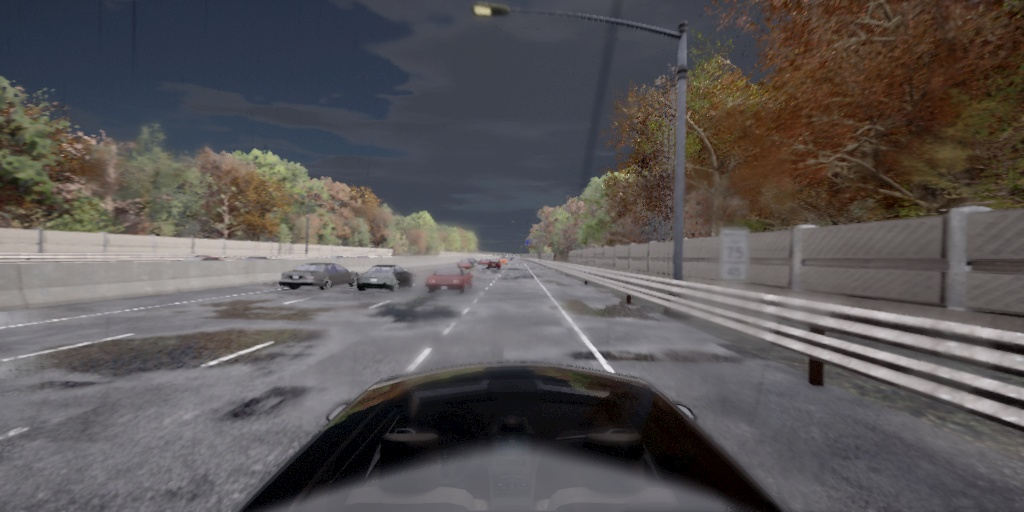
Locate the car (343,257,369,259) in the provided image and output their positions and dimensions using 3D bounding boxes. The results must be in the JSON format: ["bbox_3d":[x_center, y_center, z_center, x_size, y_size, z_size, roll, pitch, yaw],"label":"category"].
[{"bbox_3d":[-20.274,0.824,48.618,2.033,1.411,5.357,1,0,1],"label":"car"}]

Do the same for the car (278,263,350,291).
[{"bbox_3d":[-10.267,1.060,19.583,2.033,1.411,5.357,1,0,1],"label":"car"}]

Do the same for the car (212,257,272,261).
[{"bbox_3d":[-20.672,0.822,28.883,2.033,1.411,5.357,1,0,1],"label":"car"}]

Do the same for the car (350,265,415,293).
[{"bbox_3d":[-6.769,1.156,19.631,1.994,1.385,4.181,1,0,1],"label":"car"}]

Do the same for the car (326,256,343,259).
[{"bbox_3d":[-23.787,0.724,48.123,1.812,1.442,4.674,1,0,1],"label":"car"}]

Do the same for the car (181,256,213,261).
[{"bbox_3d":[-24.194,0.721,27.842,1.812,1.442,4.674,1,0,1],"label":"car"}]

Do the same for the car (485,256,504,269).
[{"bbox_3d":[-2.664,1.150,55.171,1.882,1.535,5.008,1,0,1],"label":"car"}]

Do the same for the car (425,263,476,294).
[{"bbox_3d":[-3.269,1.272,19.746,1.895,1.301,4.718,1,0,1],"label":"car"}]

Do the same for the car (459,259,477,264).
[{"bbox_3d":[-6.274,1.157,48.853,1.994,1.385,4.181,1,0,1],"label":"car"}]
